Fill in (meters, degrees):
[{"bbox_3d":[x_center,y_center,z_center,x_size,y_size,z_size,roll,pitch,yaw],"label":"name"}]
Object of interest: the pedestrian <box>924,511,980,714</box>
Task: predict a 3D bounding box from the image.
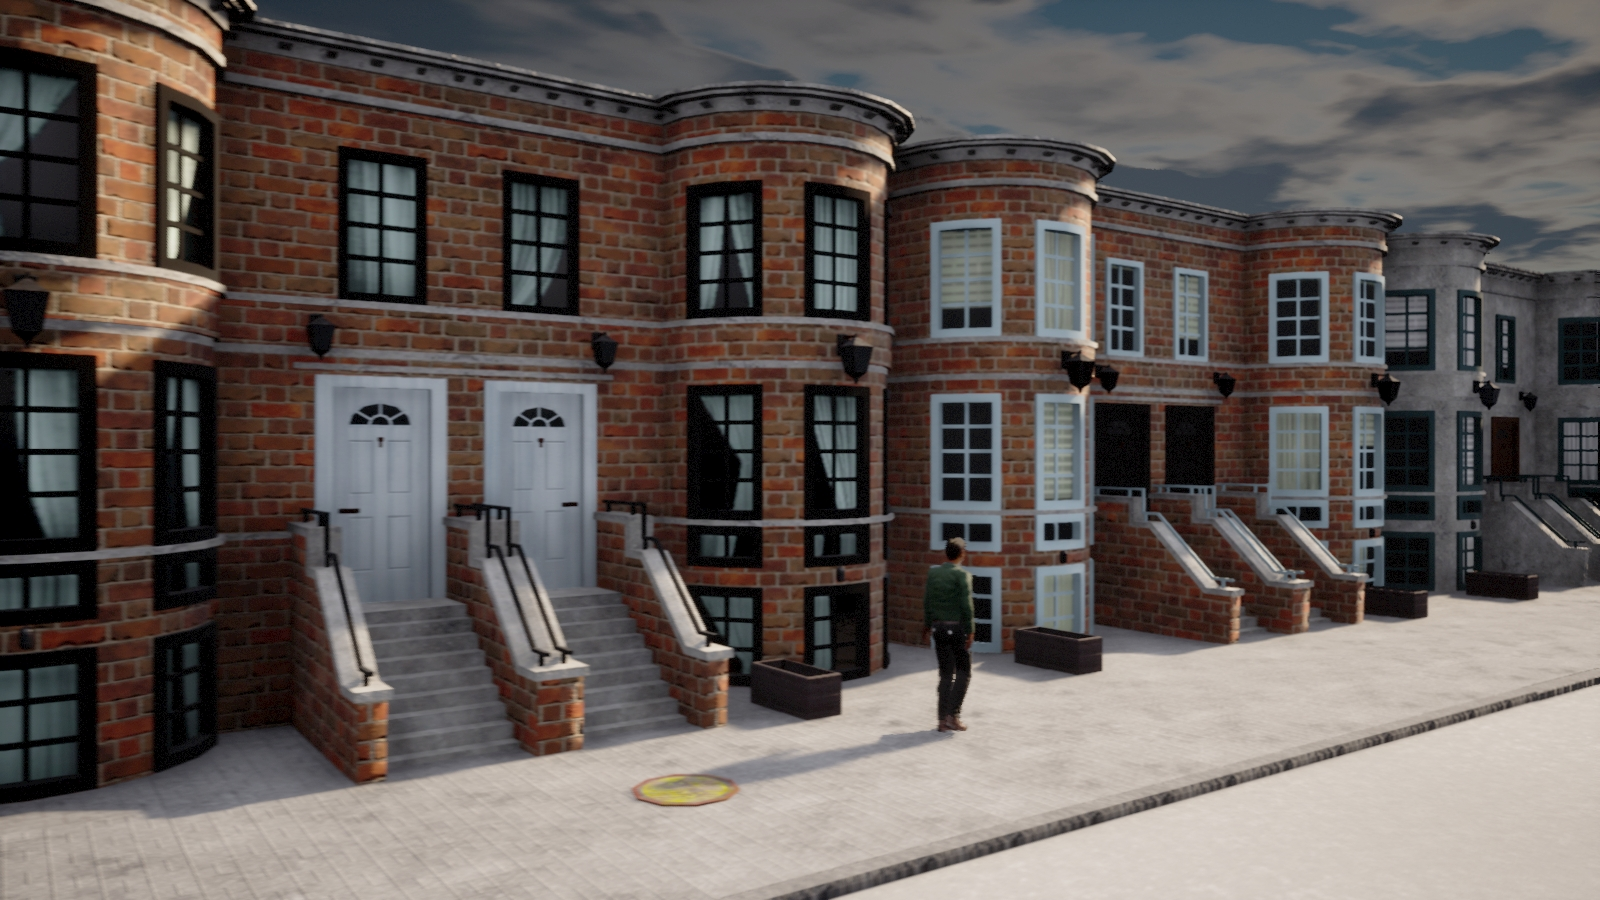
[{"bbox_3d":[1.446,1.524,10.876,0.375,1.860,0.375,0,0,-45],"label":"pedestrian"}]
